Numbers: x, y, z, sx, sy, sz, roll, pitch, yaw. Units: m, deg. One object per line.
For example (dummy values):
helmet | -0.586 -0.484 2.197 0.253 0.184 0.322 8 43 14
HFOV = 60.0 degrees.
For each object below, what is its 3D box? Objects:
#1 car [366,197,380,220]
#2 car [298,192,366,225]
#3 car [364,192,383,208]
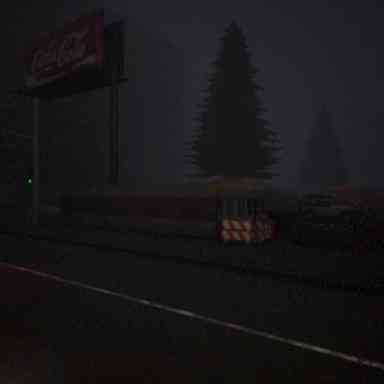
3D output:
car | 10.989 1.306 24.140 4.193 1.474 1.816 0 0 35
car | 9.054 1.114 22.078 3.866 1.878 1.905 0 0 35
car | 26.439 1.246 47.905 3.988 1.617 1.851 0 0 35
